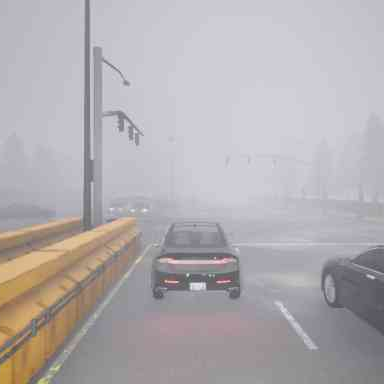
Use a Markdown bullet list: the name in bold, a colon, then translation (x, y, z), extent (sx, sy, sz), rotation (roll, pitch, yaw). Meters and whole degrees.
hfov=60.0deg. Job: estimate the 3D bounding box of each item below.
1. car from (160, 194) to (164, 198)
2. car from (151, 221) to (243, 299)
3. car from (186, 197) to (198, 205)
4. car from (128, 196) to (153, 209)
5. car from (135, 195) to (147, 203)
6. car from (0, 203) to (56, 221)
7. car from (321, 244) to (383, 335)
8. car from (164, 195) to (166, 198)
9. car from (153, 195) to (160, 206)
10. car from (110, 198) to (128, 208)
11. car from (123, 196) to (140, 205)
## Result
- **car**: translation (-7.108, 1.526, 65.836), extent (1.812, 1.442, 4.674), rotation (0, 0, 0)
- **car**: translation (0.075, 1.492, 8.440), extent (2.128, 1.511, 4.902), rotation (0, 0, -1)
- **car**: translation (0.038, 1.525, 58.868), extent (1.812, 1.442, 4.674), rotation (0, 0, 0)
- **car**: translation (-7.149, 1.352, 46.548), extent (2.097, 1.767, 4.553), rotation (0, 0, 0)
- **car**: translation (-10.575, 1.478, 69.111), extent (1.882, 1.535, 5.008), rotation (0, 0, 0)
- **car**: translation (-13.291, 1.564, 26.913), extent (4.181, 1.385, 1.994), rotation (0, 0, -16)
- **car**: translation (3.596, 1.505, 5.027), extent (1.837, 1.490, 4.892), rotation (0, 0, 0)
- **car**: translation (-7.083, 1.355, 75.811), extent (2.097, 1.767, 4.553), rotation (0, 0, 0)
- **car**: translation (-7.149, 1.547, 56.022), extent (2.033, 1.411, 5.357), rotation (0, 0, 0)
- **car**: translation (-10.651, 1.547, 49.236), extent (2.033, 1.411, 5.357), rotation (0, 0, 0)
- **car**: translation (-10.641, 1.491, 59.022), extent (2.128, 1.511, 4.902), rotation (0, 0, 0)
